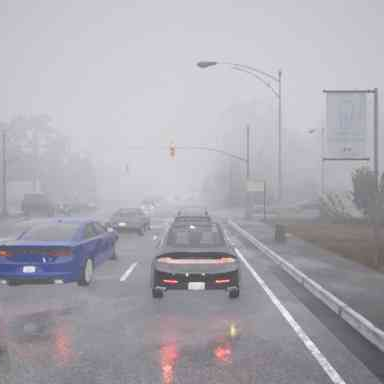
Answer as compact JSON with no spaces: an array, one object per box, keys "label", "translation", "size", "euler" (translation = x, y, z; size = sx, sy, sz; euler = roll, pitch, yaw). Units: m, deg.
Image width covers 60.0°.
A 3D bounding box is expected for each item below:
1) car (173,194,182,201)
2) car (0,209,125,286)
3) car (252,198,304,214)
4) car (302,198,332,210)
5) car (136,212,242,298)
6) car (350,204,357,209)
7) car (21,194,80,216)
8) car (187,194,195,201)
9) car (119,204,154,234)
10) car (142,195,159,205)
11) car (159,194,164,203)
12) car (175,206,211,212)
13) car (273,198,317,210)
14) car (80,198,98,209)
[{"label":"car","translation":[-3.800,1.463,85.277],"size":[1.882,1.535,5.008],"euler":[0,0,0]},{"label":"car","translation":[-3.432,1.477,9.472],"size":[1.882,1.535,5.008],"euler":[0,0,0]},{"label":"car","translation":[8.741,1.597,34.657],"size":[4.718,1.301,1.895],"euler":[0,0,3]},{"label":"car","translation":[13.570,1.522,38.103],"size":[4.674,1.442,1.812],"euler":[0,0,3]},{"label":"car","translation":[0.073,1.491,8.468],"size":[2.128,1.511,4.902],"euler":[0,0,0]},{"label":"car","translation":[22.589,1.539,41.133],"size":[5.357,1.411,2.033],"euler":[0,0,3]},{"label":"car","translation":[-13.174,1.221,30.276],"size":[5.566,2.045,2.150],"euler":[0,-1,32]},{"label":"car","translation":[-0.302,1.510,85.673],"size":[2.128,1.511,4.902],"euler":[0,0,0]},{"label":"car","translation":[-3.463,1.562,18.464],"size":[1.994,1.385,4.181],"euler":[0,0,0]},{"label":"car","translation":[-7.278,1.500,56.583],"size":[1.837,1.490,4.892],"euler":[0,0,0]},{"label":"car","translation":[-7.261,1.499,65.951],"size":[1.837,1.490,4.892],"euler":[0,0,0]},{"label":"car","translation":[0.038,1.476,17.964],"size":[1.882,1.535,5.008],"euler":[0,0,0]},{"label":"car","translation":[12.852,1.488,41.661],"size":[4.902,1.511,2.128],"euler":[0,0,3]},{"label":"car","translation":[-12.482,1.347,35.782],"size":[4.553,1.767,2.097],"euler":[0,0,3]}]
